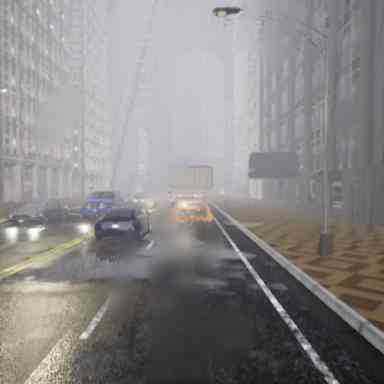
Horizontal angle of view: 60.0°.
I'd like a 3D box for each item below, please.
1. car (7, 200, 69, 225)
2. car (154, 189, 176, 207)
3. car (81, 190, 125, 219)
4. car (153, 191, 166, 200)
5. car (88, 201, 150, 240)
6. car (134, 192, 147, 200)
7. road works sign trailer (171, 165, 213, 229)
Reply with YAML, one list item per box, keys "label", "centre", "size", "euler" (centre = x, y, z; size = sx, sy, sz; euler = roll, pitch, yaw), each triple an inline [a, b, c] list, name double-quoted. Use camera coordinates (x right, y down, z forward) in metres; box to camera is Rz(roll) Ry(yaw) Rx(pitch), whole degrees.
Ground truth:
- label: "car"
  centre: [-9.836, 1.259, 21.783]
  size: [2.033, 1.411, 5.357]
  euler: [0, 1, 0]
- label: "car"
  centre: [-3.134, 0.695, 39.790]
  size: [2.150, 2.045, 5.566]
  euler: [0, 1, 0]
- label: "car"
  centre: [-6.573, 0.889, 25.242]
  size: [2.150, 2.045, 5.566]
  euler: [0, 1, 0]
- label: "car"
  centre: [-6.475, 0.658, 66.519]
  size: [2.128, 1.511, 4.902]
  euler: [0, 1, 0]
- label: "car"
  centre: [-3.144, 1.355, 15.683]
  size: [1.994, 1.385, 4.181]
  euler: [0, 1, 0]
- label: "car"
  centre: [-9.738, 0.719, 62.805]
  size: [1.994, 1.385, 4.181]
  euler: [0, 1, 1]
- label: "road works sign trailer"
  centre: [0.014, 0.203, 19.642]
  size: [2.380, 3.560, 2.880]
  euler: [0, 1, 1]
